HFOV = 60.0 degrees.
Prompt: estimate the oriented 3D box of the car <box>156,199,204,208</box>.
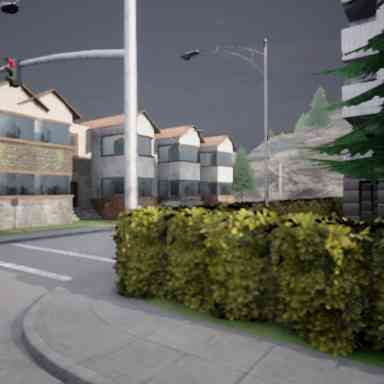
[{"bbox_3d":[-1.077,1.503,23.298,2.150,2.045,5.566,-1,0,35],"label":"car"}]
